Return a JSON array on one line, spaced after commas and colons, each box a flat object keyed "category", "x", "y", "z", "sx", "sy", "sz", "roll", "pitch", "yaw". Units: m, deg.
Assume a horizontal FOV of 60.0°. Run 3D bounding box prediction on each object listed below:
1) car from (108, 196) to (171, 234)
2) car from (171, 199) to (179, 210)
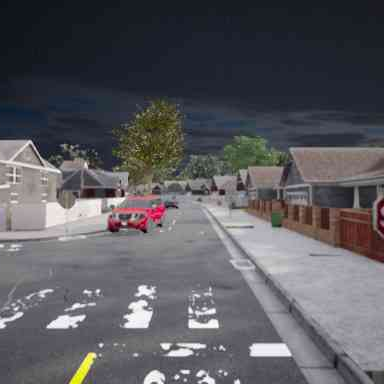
[{"category": "car", "x": -3.078, "y": 1.266, "z": 19.890, "sx": 2.150, "sy": 2.045, "sz": 5.566, "roll": 1, "pitch": 0, "yaw": 9}, {"category": "car", "x": -2.727, "y": 1.609, "z": 45.243, "sx": 2.033, "sy": 1.411, "sz": 5.357, "roll": 0, "pitch": 0, "yaw": 1}]
